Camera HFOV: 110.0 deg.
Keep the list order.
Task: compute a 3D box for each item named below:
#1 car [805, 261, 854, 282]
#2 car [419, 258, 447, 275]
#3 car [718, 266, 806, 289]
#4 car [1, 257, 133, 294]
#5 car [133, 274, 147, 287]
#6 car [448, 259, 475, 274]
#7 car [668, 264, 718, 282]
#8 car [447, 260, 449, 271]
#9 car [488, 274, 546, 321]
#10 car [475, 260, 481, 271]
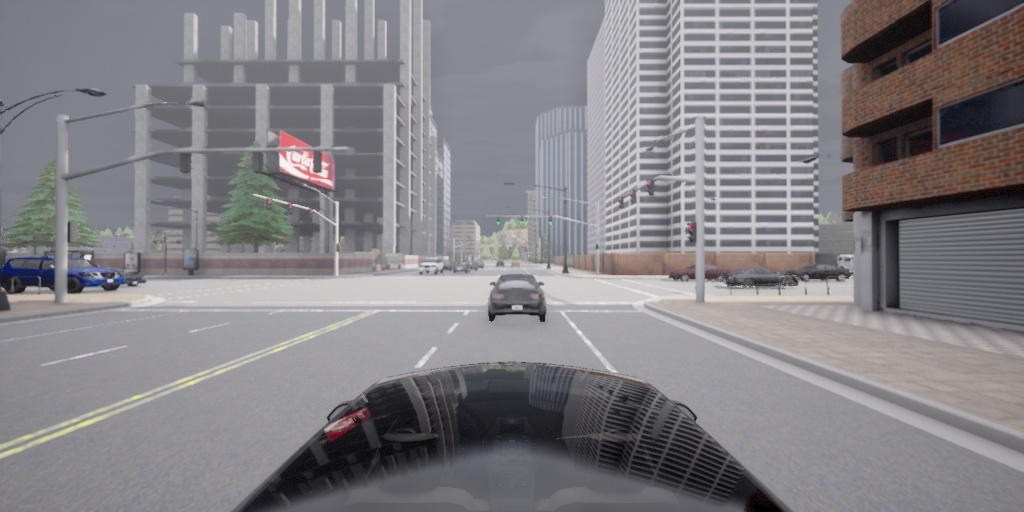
[{"bbox_3d":[26.575,1.434,31.428,5.008,1.535,1.882,0,0,0],"label":"car"},{"bbox_3d":[-10.200,1.270,45.705,2.150,2.045,5.566,0,0,1],"label":"car"},{"bbox_3d":[16.816,1.470,24.277,4.181,1.385,1.994,0,0,0],"label":"car"},{"bbox_3d":[-26.208,1.099,20.949,5.566,2.045,2.150,0,0,0],"label":"car"},{"bbox_3d":[-28.347,1.448,24.451,5.357,1.411,2.033,0,0,0],"label":"car"},{"bbox_3d":[-6.686,1.557,48.067,2.128,1.511,4.902,0,0,0],"label":"car"},{"bbox_3d":[16.381,1.433,31.478,5.008,1.535,1.882,0,0,0],"label":"car"},{"bbox_3d":[-10.110,1.465,55.174,2.097,1.767,4.553,0,0,1],"label":"car"},{"bbox_3d":[0.179,1.350,12.723,1.812,1.442,4.674,0,0,1],"label":"car"},{"bbox_3d":[-6.592,1.697,58.037,1.994,1.385,4.181,0,0,0],"label":"car"}]
